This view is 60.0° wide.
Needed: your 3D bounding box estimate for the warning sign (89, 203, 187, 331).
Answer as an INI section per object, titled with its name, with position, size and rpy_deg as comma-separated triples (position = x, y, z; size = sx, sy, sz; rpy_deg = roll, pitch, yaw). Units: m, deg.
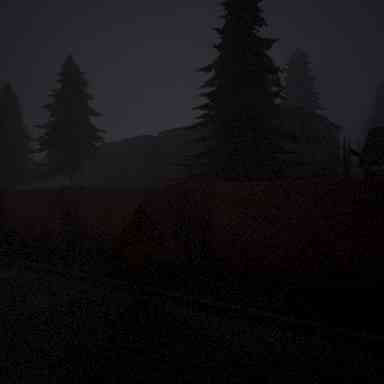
[warning sign]
position = -0.914, 1.153, 5.812
size = 1.060, 1.860, 1.300
rpy_deg = -1, 0, 36
